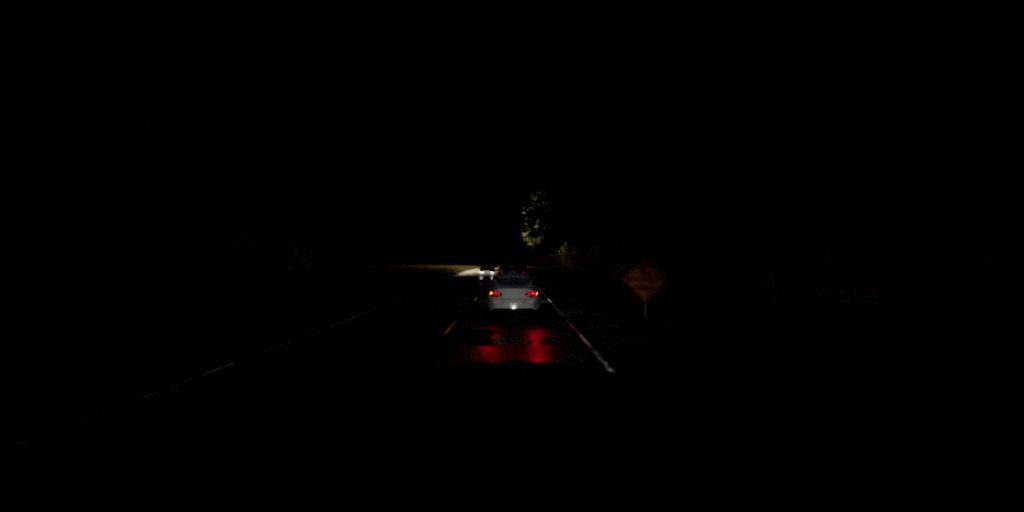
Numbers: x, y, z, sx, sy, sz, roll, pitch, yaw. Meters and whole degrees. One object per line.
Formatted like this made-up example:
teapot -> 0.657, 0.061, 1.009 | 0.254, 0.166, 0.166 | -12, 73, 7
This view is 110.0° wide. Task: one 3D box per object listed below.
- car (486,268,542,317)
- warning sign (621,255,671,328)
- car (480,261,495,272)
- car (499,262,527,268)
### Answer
car -> 0.073, 1.331, 13.241 | 1.812, 1.442, 4.674 | 0, 0, 1
warning sign -> 3.550, 0.902, 9.572 | 1.300, 1.860, 1.060 | 0, 0, 0
car -> -3.562, 1.522, 52.343 | 1.837, 1.490, 4.892 | 0, -1, 0
car -> 0.068, 1.229, 27.368 | 2.097, 1.767, 4.553 | 0, 0, 0
